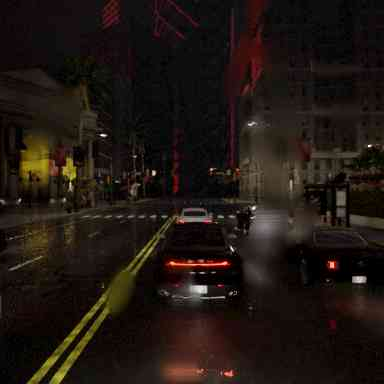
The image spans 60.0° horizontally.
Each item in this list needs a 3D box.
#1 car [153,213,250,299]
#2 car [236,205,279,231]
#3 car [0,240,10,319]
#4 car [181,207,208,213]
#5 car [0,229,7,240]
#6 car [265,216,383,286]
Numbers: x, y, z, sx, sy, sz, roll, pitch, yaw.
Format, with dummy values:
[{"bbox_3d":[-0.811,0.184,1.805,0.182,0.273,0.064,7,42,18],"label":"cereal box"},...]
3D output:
[{"bbox_3d":[0.122,1.505,8.398,1.837,1.490,4.892,0,0,0],"label":"car"},{"bbox_3d":[3.627,1.491,18.664,2.128,1.511,4.902,0,0,0],"label":"car"},{"bbox_3d":[-3.594,1.526,2.936,1.812,1.442,4.674,0,0,0],"label":"car"},{"bbox_3d":[0.122,1.525,17.498,1.812,1.442,4.674,0,0,0],"label":"car"},{"bbox_3d":[-7.080,1.547,8.862,2.033,1.411,5.357,0,0,0],"label":"car"},{"bbox_3d":[3.616,1.601,9.397,1.895,1.301,4.718,0,0,0],"label":"car"}]
